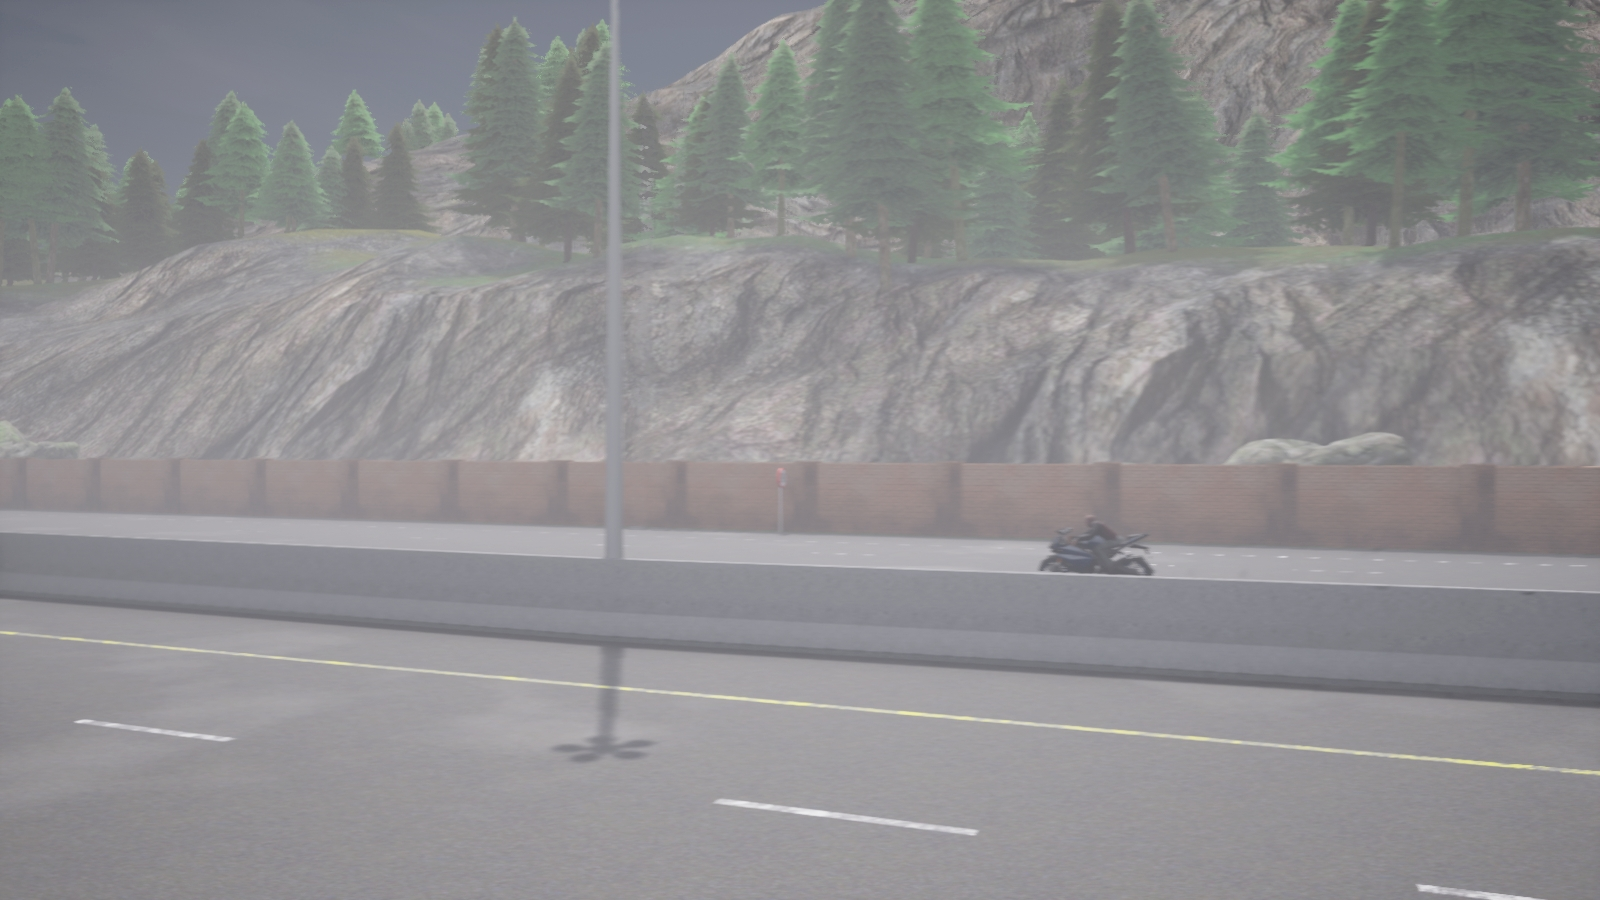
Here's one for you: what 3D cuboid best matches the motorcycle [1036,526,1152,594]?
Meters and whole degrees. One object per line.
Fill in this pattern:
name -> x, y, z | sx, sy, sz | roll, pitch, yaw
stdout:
motorcycle -> 5.999, 2.222, 23.293 | 2.209, 1.251, 0.867 | 0, -1, 21
